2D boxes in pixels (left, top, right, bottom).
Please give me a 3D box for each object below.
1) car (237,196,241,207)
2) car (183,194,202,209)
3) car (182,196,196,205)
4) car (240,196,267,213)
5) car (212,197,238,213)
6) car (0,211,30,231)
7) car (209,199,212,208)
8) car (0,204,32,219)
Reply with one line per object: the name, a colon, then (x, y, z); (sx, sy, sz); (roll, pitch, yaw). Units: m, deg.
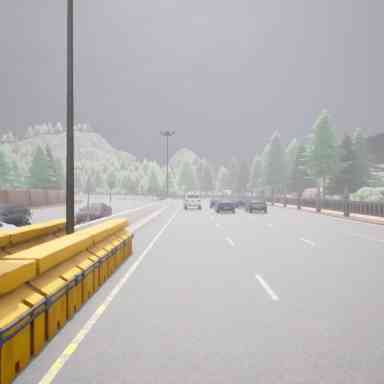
car: (7.015, 1.352, 46.952); (2.097, 1.767, 4.553); (0, 0, 0)
car: (0.097, 1.221, 44.275); (2.150, 2.045, 5.566); (0, 0, 0)
car: (-0.529, 1.491, 58.742); (2.128, 1.511, 4.902); (0, 0, -5)
car: (7.073, 1.491, 37.052); (2.128, 1.511, 4.902); (0, 0, 0)
car: (3.605, 1.478, 37.013); (1.882, 1.535, 5.008); (0, 0, 0)
car: (-7.076, 1.526, 10.127); (1.812, 1.442, 4.674); (0, 0, 0)
car: (3.523, 1.478, 47.485); (1.882, 1.535, 5.008); (0, 0, 0)
car: (-10.538, 1.565, 17.843); (1.994, 1.385, 4.181); (0, 0, 0)
